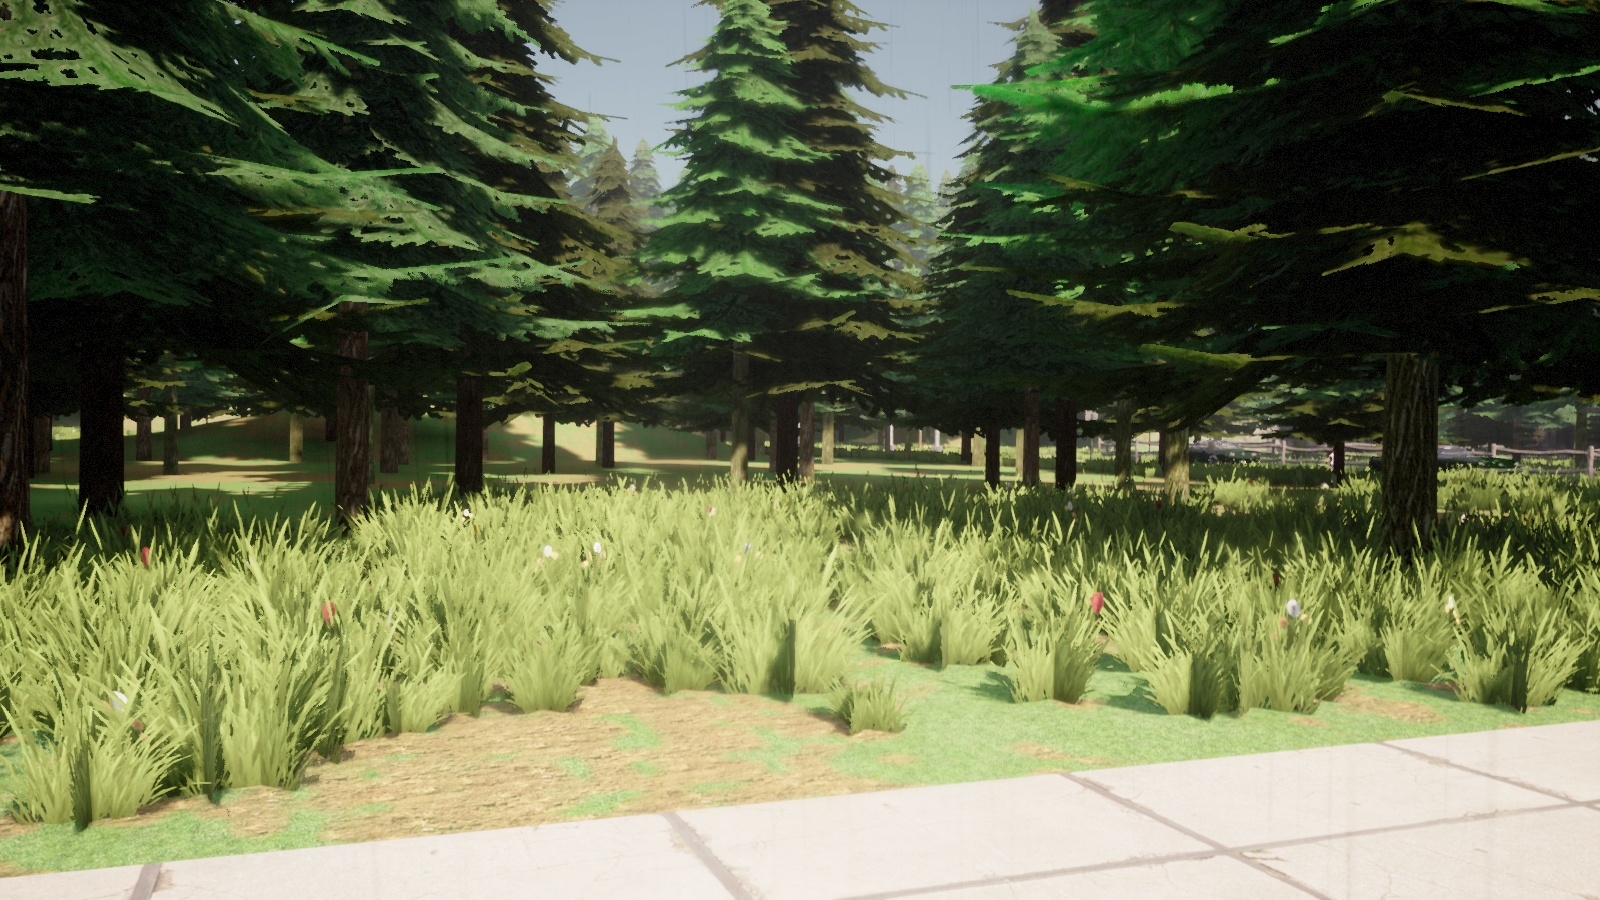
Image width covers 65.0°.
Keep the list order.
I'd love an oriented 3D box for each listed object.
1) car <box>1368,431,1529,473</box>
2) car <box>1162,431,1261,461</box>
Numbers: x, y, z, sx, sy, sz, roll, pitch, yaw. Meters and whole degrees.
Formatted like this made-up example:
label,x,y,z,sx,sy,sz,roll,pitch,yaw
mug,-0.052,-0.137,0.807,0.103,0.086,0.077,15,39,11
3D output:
label,x,y,z,sx,sy,sz,roll,pitch,yaw
car,21.309,0.023,41.492,1.895,1.301,4.718,-1,1,-20
car,19.031,-0.220,58.292,1.895,1.301,4.718,-1,1,-20
